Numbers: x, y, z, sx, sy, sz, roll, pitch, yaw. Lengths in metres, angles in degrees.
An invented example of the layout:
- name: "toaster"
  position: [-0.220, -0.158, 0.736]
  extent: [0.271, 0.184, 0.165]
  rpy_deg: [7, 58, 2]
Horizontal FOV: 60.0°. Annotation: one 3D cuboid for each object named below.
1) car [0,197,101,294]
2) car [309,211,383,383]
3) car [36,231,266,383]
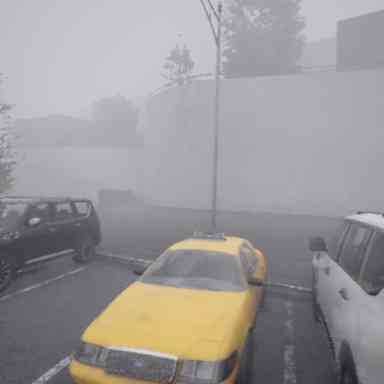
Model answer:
- name: "car"
  position: [-4.637, 1.167, 9.069]
  extent: [2.435, 2.045, 5.566]
  rpy_deg: [1, 0, 15]
- name: "car"
  position: [2.709, 1.237, 3.903]
  extent: [2.435, 2.045, 5.566]
  rpy_deg: [0, 0, 15]
- name: "car"
  position: [0.206, 1.464, 5.438]
  extent: [1.946, 1.575, 5.366]
  rpy_deg: [1, 0, 15]
